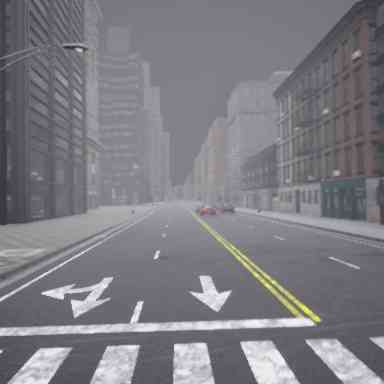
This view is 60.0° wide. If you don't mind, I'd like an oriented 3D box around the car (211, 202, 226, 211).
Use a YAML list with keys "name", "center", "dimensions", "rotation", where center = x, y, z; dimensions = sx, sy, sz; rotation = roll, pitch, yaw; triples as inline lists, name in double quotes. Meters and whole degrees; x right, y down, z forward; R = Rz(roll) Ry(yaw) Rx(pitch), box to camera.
- name: "car"
  center: [4.731, 2.662, 60.180]
  dimensions: [2.128, 1.511, 4.902]
  rotation: [-1, -1, -3]

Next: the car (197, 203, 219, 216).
- name: "car"
  center: [2.119, 2.417, 44.477]
  dimensions: [1.812, 1.442, 4.674]
  rotation: [-1, -1, -3]

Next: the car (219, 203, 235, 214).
- name: "car"
  center: [5.199, 2.458, 49.785]
  dimensions: [1.837, 1.490, 4.892]
  rotation: [-1, -1, -3]
